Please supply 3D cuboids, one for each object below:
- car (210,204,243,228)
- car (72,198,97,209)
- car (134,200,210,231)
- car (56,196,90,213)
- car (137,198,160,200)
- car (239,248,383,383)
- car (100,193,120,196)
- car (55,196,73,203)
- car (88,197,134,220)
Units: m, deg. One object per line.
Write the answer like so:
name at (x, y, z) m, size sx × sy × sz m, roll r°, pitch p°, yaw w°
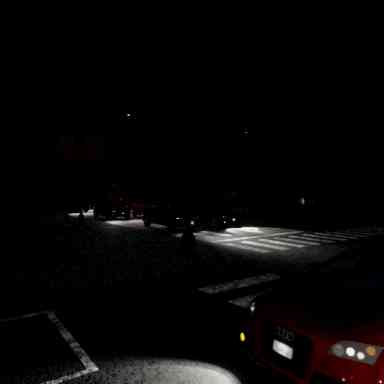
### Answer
car at (1.439, 1.538, 22.291) m, size 1.994 × 1.385 × 4.181 m, roll 0°, pitch 0°, yaw -36°
car at (-14.428, 1.534, 44.469) m, size 1.895 × 1.301 × 4.718 m, roll 0°, pitch 0°, yaw -35°
car at (-1.415, 1.469, 20.695) m, size 2.128 × 1.511 × 4.902 m, roll 0°, pitch 0°, yaw -36°
car at (-13.120, 1.495, 37.003) m, size 2.033 × 1.411 × 5.357 m, roll 0°, pitch 0°, yaw -36°
car at (-3.545, 1.313, 29.238) m, size 2.097 × 1.767 × 4.553 m, roll 0°, pitch 0°, yaw -36°
car at (2.714, 1.565, 4.726) m, size 4.181 × 1.385 × 1.994 m, roll 0°, pitch 0°, yaw -31°
car at (-11.741, 1.147, 46.572) m, size 2.150 × 2.045 × 5.566 m, roll 0°, pitch 0°, yaw -36°
car at (-25.030, 1.439, 65.087) m, size 2.033 × 1.411 × 5.357 m, roll 0°, pitch 0°, yaw -36°
car at (-6.903, 1.468, 28.344) m, size 1.837 × 1.490 × 4.892 m, roll 0°, pitch 0°, yaw -36°
